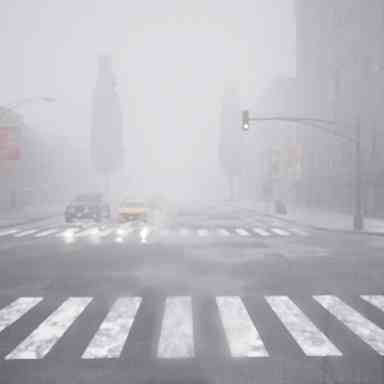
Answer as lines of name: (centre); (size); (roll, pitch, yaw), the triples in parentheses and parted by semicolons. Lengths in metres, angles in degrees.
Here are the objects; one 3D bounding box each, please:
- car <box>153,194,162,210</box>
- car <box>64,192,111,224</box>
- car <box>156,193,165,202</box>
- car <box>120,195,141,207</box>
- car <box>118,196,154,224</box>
car: (-4.735, 1.250, 38.056); (1.812, 1.442, 4.674); (0, 0, -3)
car: (-7.209, 1.043, 23.577); (2.150, 2.045, 5.566); (0, 1, -3)
car: (-5.815, 0.931, 59.191); (2.097, 1.767, 4.553); (0, 1, -3)
car: (-8.408, 1.219, 45.906); (2.033, 1.411, 5.357); (0, 0, -3)
car: (-3.956, 1.302, 23.383); (1.882, 1.535, 5.008); (0, 1, -3)
